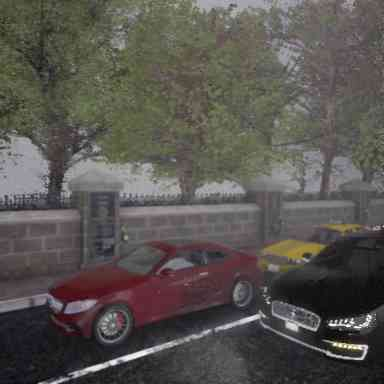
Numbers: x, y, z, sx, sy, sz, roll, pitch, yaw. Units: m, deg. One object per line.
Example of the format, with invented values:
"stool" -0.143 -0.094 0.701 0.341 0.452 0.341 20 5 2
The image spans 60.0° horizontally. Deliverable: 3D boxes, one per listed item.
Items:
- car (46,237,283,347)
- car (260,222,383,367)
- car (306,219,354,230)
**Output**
"car" -0.453 1.565 6.232 4.206 1.307 1.802 0 0 -35
"car" 3.265 1.473 5.707 4.892 1.490 1.837 0 0 -35
"car" 3.917 1.480 9.349 4.829 1.417 1.752 0 0 -35
